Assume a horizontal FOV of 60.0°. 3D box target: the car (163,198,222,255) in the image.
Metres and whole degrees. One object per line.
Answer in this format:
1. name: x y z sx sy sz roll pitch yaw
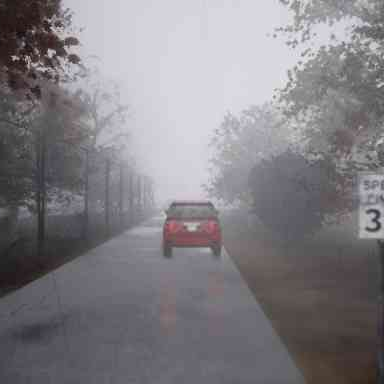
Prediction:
1. car: 0.007 1.350 14.018 2.150 2.045 5.566 0 0 0

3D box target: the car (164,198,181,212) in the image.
1. car: -2.731 1.802 47.662 2.097 1.767 4.553 0 0 0

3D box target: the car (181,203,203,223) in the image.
1. car: 0.018 1.786 29.289 1.837 1.490 4.892 0 0 0
